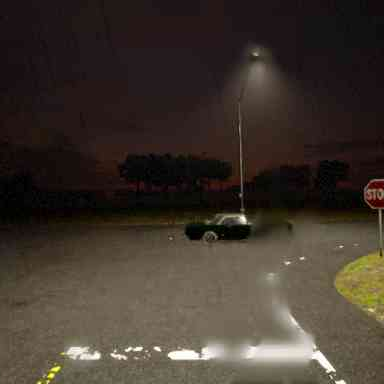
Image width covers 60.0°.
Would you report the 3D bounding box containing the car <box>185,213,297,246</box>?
[{"bbox_3d":[2.056,1.589,14.611,4.718,1.301,1.895,-1,0,-1],"label":"car"}]
